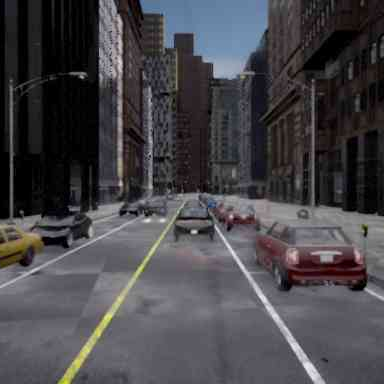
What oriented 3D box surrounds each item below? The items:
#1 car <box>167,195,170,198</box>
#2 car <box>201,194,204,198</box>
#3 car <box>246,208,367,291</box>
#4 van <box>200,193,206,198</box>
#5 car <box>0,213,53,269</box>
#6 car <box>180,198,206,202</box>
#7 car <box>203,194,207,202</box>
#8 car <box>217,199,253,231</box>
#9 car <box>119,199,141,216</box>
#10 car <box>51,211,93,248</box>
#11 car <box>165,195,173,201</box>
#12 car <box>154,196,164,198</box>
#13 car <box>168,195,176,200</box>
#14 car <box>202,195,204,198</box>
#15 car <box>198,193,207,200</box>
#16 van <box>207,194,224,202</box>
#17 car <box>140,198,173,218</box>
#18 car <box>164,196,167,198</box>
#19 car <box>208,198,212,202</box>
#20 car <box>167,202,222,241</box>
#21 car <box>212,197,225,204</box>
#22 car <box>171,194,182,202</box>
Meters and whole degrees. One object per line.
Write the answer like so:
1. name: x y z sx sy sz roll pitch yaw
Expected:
1. car: -5.664 1.495 59.815 2.008 1.369 4.403 0 0 0
2. car: 2.860 1.514 54.169 1.947 1.339 4.313 0 0 0
3. car: 2.853 1.430 8.980 1.967 1.590 4.097 0 0 0
4. van: 2.859 1.285 59.817 1.690 1.788 3.998 0 0 0
5. car: -5.671 1.516 8.806 1.752 1.417 4.829 0 0 0
6. car: 0.103 1.531 32.633 1.994 1.385 4.181 0 0 0
7. car: 2.858 1.398 42.871 1.967 1.590 4.097 0 0 0
8. car: 2.855 1.419 20.277 1.967 1.590 4.097 0 0 0
9. car: -5.668 1.535 31.571 1.947 1.339 4.313 0 0 0
10. car: -5.670 1.551 14.625 1.947 1.339 4.313 0 0 0
11. car: -5.661 1.469 82.411 1.887 1.381 4.507 0 0 0
12. car: -5.666 1.504 48.517 2.008 1.369 4.403 0 0 0
13. car: -5.658 1.490 93.709 1.802 1.307 4.206 0 0 0
14. car: 2.859 1.498 48.520 1.887 1.381 4.507 0 0 0
15. car: 2.864 1.232 88.060 2.192 1.841 5.009 0 0 0
16. van: 2.857 1.304 37.222 1.690 1.788 3.998 0 0 0
17. car: -3.095 1.517 30.042 2.033 1.411 5.357 0 0 0
18. car: -5.665 1.389 54.166 1.967 1.590 4.097 0 0 0
19. car: 2.857 1.513 31.574 1.887 1.381 4.507 0 0 0
20. car: 0.100 1.474 16.584 2.128 1.511 4.902 0 0 0
21. car: 2.856 1.413 25.925 1.967 1.590 4.097 0 0 0
22. car: -2.990 1.516 71.084 1.895 1.301 4.718 0 0 0
